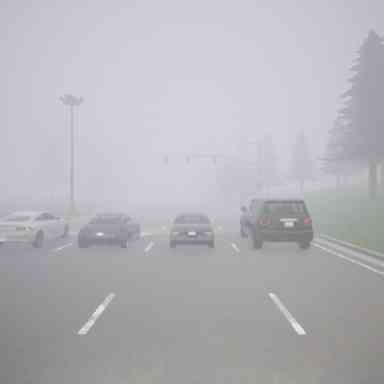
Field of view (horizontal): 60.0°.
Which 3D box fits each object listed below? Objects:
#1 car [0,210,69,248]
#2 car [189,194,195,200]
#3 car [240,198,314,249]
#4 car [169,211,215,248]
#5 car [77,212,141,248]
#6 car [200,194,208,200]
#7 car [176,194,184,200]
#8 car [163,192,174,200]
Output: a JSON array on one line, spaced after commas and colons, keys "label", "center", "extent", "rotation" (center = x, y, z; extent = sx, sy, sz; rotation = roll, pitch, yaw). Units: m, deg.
[{"label": "car", "center": [-7.000, 1.533, 14.650], "extent": [1.812, 1.442, 4.674], "rotation": [0, 0, 0]}, {"label": "car", "center": [0.000, 1.424, 93.472], "extent": [2.033, 1.411, 5.357], "rotation": [0, 0, 0]}, {"label": "car", "center": [3.500, 1.258, 14.680], "extent": [2.150, 2.045, 5.566], "rotation": [0, 0, 0]}, {"label": "car", "center": [0.000, 1.563, 14.650], "extent": [2.033, 1.411, 5.357], "rotation": [0, 0, 0]}, {"label": "car", "center": [-3.500, 1.572, 14.650], "extent": [1.994, 1.385, 4.181], "rotation": [0, 0, 0]}, {"label": "car", "center": [3.500, 1.385, 93.472], "extent": [1.837, 1.490, 4.892], "rotation": [0, 0, 0]}, {"label": "car", "center": [-3.500, 1.426, 93.888], "extent": [1.812, 1.442, 4.674], "rotation": [0, 0, 0]}, {"label": "car", "center": [-7.000, 1.110, 93.502], "extent": [2.150, 2.045, 5.566], "rotation": [0, 0, 0]}]
